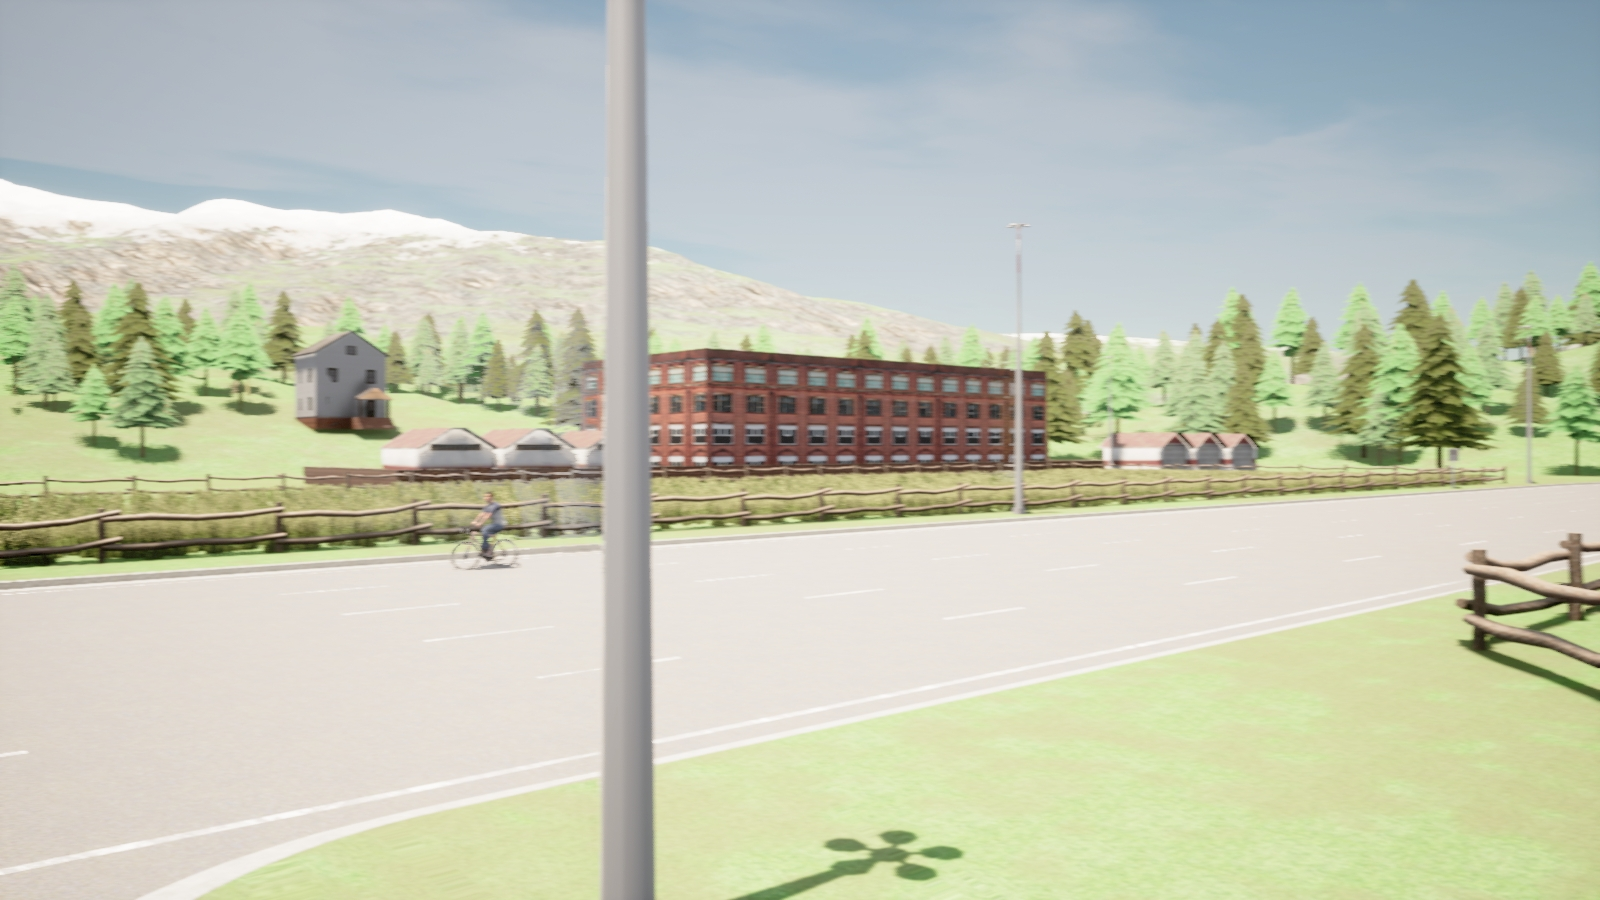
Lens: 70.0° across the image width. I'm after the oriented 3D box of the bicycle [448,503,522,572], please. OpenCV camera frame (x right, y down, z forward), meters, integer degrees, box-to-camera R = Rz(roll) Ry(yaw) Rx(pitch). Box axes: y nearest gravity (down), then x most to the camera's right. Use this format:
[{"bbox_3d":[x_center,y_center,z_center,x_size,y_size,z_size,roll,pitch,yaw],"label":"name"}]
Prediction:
[{"bbox_3d":[-7.316,2.023,26.572,1.643,1.496,0.373,-1,0,-40],"label":"bicycle"}]
